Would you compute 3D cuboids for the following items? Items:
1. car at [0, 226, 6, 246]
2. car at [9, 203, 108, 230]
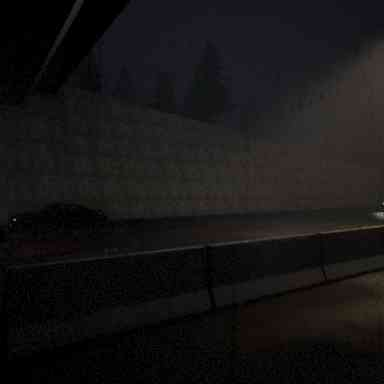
[{"bbox_3d":[-8.771,1.506,10.750,4.718,1.301,1.895,0,0,-34],"label":"car"},{"bbox_3d":[-7.797,1.396,19.812,5.357,1.411,2.033,0,0,-34],"label":"car"}]
